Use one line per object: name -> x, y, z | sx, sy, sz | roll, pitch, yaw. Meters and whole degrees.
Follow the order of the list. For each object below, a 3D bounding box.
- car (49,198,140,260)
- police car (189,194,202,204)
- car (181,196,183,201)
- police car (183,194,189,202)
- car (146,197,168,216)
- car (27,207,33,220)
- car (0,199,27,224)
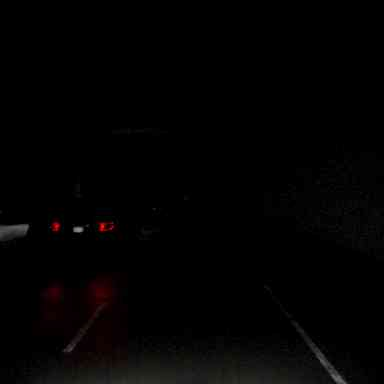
car -> -3.403, 1.217, 12.623 | 2.150, 2.045, 5.566 | 0, 0, 0
police car -> 0.923, 1.404, 65.059 | 1.930, 1.638, 5.238 | 0, 0, -3
car -> -1.390, 1.324, 81.860 | 2.097, 1.767, 4.553 | 0, 0, -13
police car -> -0.189, 1.400, 75.696 | 1.930, 1.638, 5.238 | 0, 0, -9
car -> -3.407, 1.537, 32.772 | 2.033, 1.411, 5.357 | 0, 0, 0
car -> -10.605, 1.593, 25.967 | 1.895, 1.301, 4.718 | 0, 0, 0
car -> -14.104, 1.344, 24.744 | 2.097, 1.767, 4.553 | 0, 0, 0
